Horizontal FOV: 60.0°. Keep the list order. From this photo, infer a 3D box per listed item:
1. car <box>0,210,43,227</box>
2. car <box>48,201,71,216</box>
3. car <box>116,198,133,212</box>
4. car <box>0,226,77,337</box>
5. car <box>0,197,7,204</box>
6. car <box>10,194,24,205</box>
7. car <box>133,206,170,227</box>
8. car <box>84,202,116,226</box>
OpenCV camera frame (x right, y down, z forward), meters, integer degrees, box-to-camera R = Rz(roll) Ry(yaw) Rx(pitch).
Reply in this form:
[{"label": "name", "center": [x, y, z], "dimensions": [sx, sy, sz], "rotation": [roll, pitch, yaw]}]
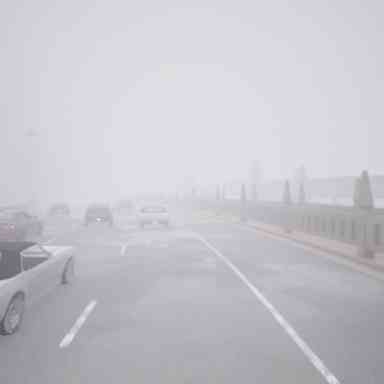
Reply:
[{"label": "car", "center": [-8.455, 1.570, 15.603], "dimensions": [1.812, 1.442, 4.674], "rotation": [0, 0, -9]}, {"label": "car", "center": [-13.224, 1.608, 33.360], "dimensions": [1.812, 1.442, 4.674], "rotation": [0, 0, -20]}, {"label": "car", "center": [-8.274, 1.547, 39.910], "dimensions": [1.837, 1.490, 4.892], "rotation": [0, 0, -22]}, {"label": "car", "center": [-3.791, 1.618, 6.566], "dimensions": [1.895, 1.301, 4.718], "rotation": [0, 0, -4]}, {"label": "car", "center": [-40.967, 1.841, 71.413], "dimensions": [1.812, 1.442, 4.674], "rotation": [0, 0, -23]}, {"label": "car", "center": [-35.031, 1.482, 66.526], "dimensions": [2.150, 2.045, 5.566], "rotation": [0, 0, -23]}, {"label": "car", "center": [-2.774, 1.613, 22.925], "dimensions": [1.895, 1.301, 4.718], "rotation": [0, 0, -13]}, {"label": "car", "center": [-6.682, 1.541, 24.074], "dimensions": [1.837, 1.490, 4.892], "rotation": [0, 0, -14]}]
